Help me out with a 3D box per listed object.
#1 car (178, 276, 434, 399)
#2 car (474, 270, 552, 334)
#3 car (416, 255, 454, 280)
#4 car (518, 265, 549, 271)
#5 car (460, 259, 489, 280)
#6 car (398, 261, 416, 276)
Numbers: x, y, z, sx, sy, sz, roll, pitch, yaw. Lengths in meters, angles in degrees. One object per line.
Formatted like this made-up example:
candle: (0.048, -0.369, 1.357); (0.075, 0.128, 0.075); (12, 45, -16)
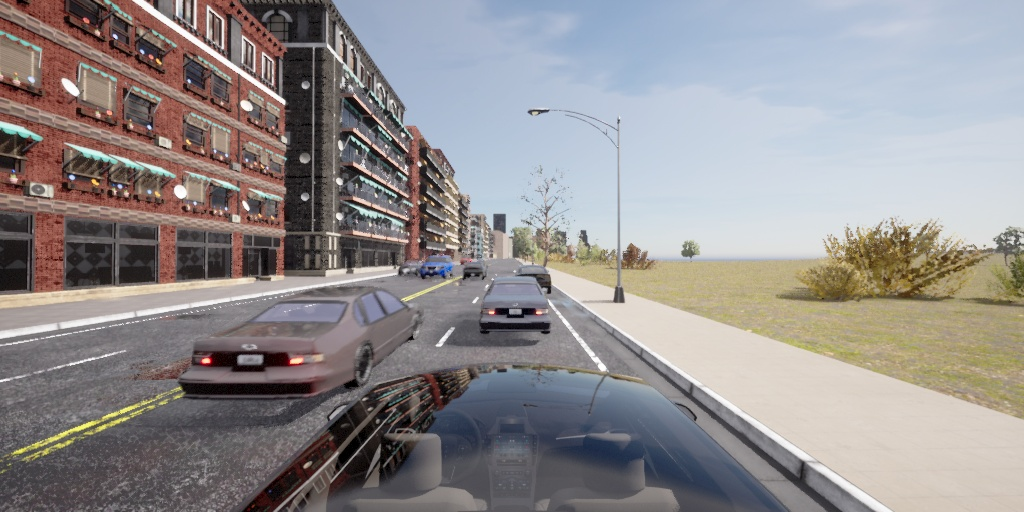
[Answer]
car: (-3.155, 1.297, 6.826); (2.033, 1.411, 5.357); (0, 0, 0)
car: (0.093, 1.298, 10.586); (2.033, 1.411, 5.357); (0, 0, 0)
car: (-6.632, 0.970, 32.218); (2.150, 2.045, 5.566); (0, 0, 0)
car: (1.118, 1.228, 20.350); (1.882, 1.535, 5.008); (0, 0, 0)
car: (-3.180, 1.255, 31.570); (1.837, 1.490, 4.892); (0, 0, 0)
car: (-9.885, 1.240, 35.711); (2.128, 1.511, 4.902); (0, 0, 0)
